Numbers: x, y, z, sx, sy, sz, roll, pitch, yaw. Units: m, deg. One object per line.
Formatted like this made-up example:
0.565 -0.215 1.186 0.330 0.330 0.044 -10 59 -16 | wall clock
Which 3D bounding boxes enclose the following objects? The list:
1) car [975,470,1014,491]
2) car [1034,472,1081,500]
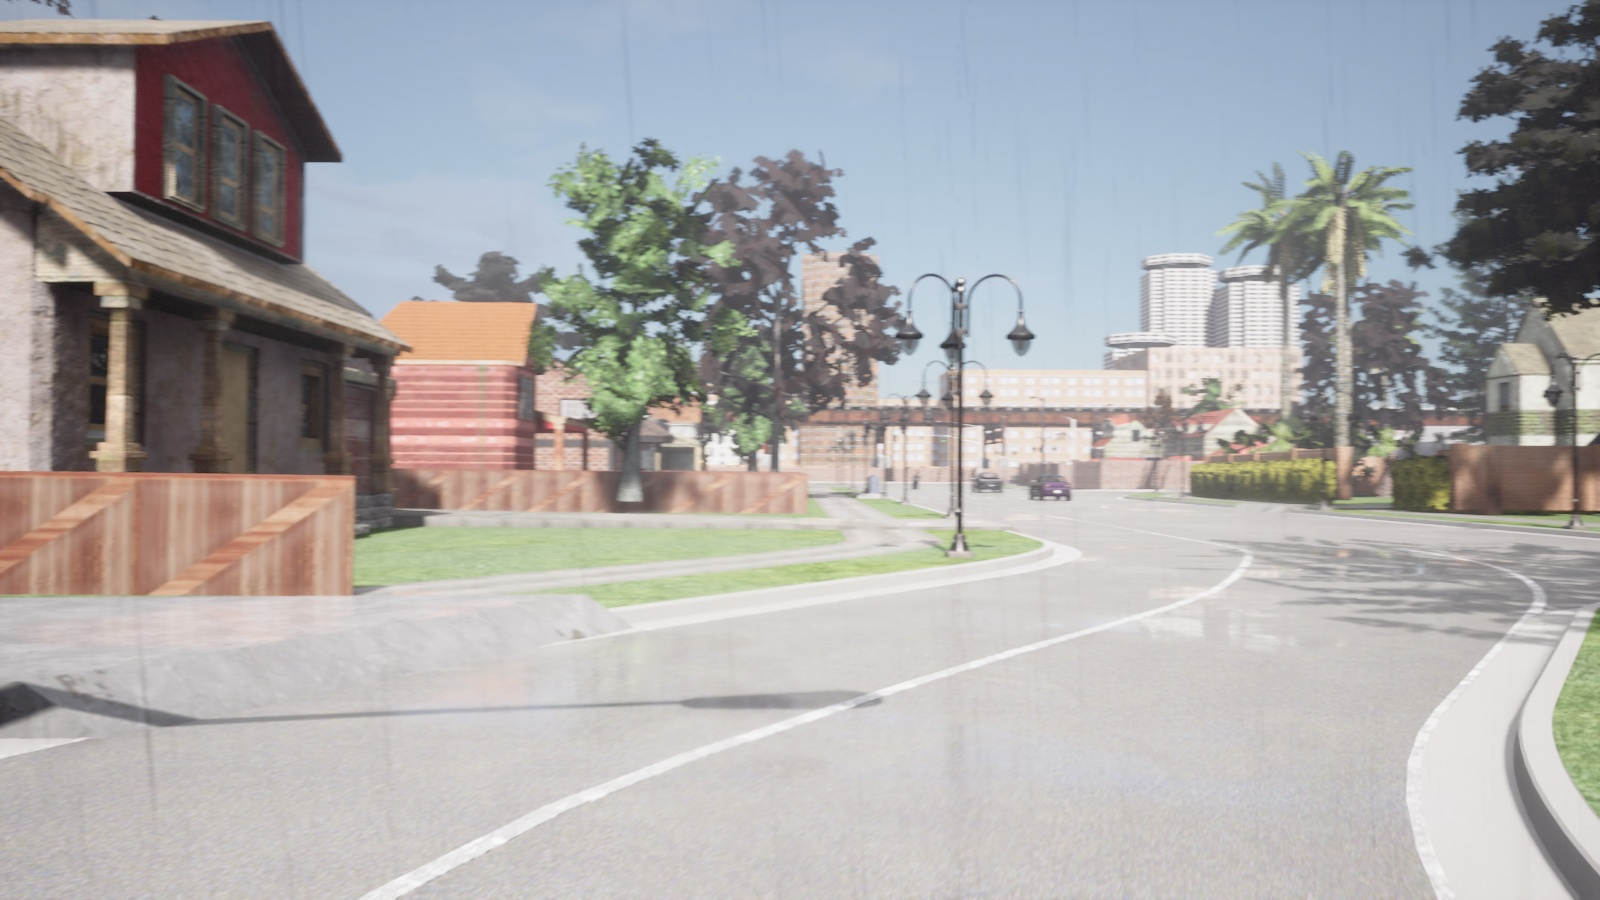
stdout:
14.421 2.285 93.572 2.128 1.511 4.902 0 -1 0 | car
14.458 2.003 70.694 1.816 1.474 4.193 0 -1 0 | car
